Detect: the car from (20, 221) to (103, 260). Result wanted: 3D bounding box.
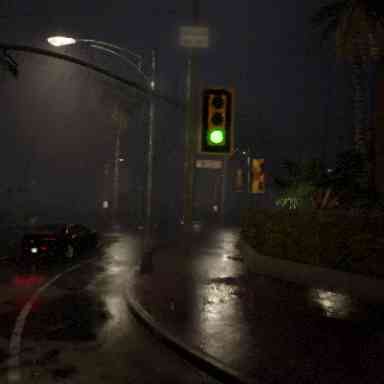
[{"bbox_3d":[-5.705,2.117,15.191,1.837,1.490,4.892,0,-3,9],"label":"car"}]

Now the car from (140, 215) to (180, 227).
[{"bbox_3d":[-3.909,3.555,41.350,2.033,1.411,5.357,-1,-4,44],"label":"car"}]
